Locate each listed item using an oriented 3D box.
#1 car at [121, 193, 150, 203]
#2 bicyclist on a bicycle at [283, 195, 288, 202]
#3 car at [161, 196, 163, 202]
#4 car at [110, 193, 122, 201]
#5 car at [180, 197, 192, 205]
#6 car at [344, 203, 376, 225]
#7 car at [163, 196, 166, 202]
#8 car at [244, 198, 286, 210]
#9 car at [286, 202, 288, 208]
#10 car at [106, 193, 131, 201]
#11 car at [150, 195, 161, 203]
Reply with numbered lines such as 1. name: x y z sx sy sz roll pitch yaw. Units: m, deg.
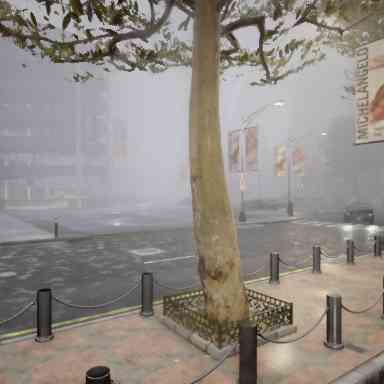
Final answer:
1. car: -11.378 1.352 67.057 4.553 1.767 2.097 0 0 33
2. bicyclist on a bicycle: 17.569 1.300 62.357 1.656 1.620 0.582 0 0 -36
3. car: -9.545 1.524 74.225 4.674 1.442 1.812 0 0 26
4. car: -18.822 1.545 77.848 4.718 1.301 1.895 0 0 11
5. car: 0.001 1.548 55.933 2.033 1.411 5.357 0 0 -36
6. car: 12.469 1.526 24.602 1.812 1.442 4.674 1 0 29
7. car: -8.332 1.525 77.525 4.902 1.511 2.128 0 0 26
8. car: 9.116 1.547 43.344 2.033 1.411 5.357 0 0 -36
9. car: 11.430 1.564 46.115 1.994 1.385 4.181 0 0 -36
10. car: -17.889 1.165 81.222 5.566 2.045 2.150 0 0 11
11. car: -9.490 1.524 70.151 4.674 1.442 1.812 0 0 33
